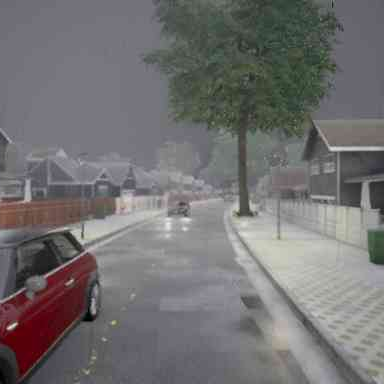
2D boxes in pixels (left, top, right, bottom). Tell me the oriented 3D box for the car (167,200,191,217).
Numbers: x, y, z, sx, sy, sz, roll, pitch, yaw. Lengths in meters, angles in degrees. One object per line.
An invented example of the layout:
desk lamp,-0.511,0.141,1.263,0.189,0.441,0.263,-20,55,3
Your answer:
car,-1.168,1.551,31.788,1.837,1.490,4.892,0,-1,6

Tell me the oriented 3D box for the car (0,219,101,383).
car,-2.755,1.350,4.254,2.097,1.767,4.553,0,0,1

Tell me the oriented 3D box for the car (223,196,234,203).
car,8.354,1.766,76.887,1.994,1.385,4.181,0,0,9

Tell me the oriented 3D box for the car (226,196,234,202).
car,10.009,1.756,86.820,1.994,1.385,4.181,0,0,9
